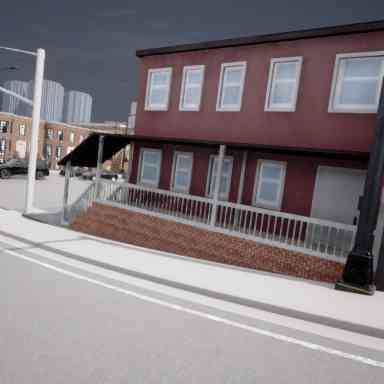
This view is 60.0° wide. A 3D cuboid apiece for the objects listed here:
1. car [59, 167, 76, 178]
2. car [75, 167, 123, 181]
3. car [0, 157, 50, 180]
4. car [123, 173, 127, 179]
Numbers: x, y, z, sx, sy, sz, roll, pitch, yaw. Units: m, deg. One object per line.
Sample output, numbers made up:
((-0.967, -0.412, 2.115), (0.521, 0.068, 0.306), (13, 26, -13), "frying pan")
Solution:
((-14.411, -2.497, 41.795), (1.994, 1.385, 4.181), (11, 6, 36), "car")
((-11.171, -2.038, 40.360), (1.837, 1.490, 4.892), (10, 6, 35), "car")
((-16.781, -2.323, 32.497), (2.150, 2.045, 5.566), (10, 6, 36), "car")
((-8.423, -2.527, 50.071), (1.812, 1.442, 4.674), (10, 6, 35), "car")
